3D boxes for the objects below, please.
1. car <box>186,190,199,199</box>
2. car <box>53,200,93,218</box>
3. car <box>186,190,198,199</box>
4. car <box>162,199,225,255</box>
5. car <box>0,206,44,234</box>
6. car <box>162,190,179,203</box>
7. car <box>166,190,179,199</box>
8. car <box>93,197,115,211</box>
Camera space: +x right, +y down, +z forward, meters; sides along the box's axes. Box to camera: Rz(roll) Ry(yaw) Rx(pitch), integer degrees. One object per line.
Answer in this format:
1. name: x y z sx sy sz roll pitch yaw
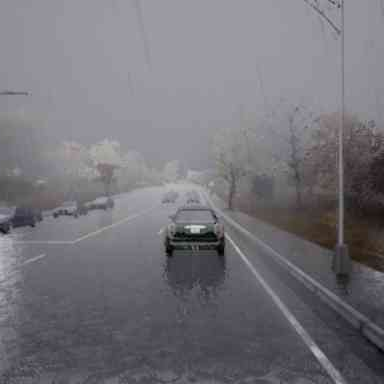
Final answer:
1. car: 0.128 0.951 50.653 2.033 1.411 5.357 0 3 0
2. car: -10.576 1.504 29.307 1.994 1.385 4.181 0 0 0
3. car: 0.037 0.401 60.909 2.033 1.411 5.357 0 3 0
4. car: 0.107 1.325 13.347 2.097 1.767 4.553 0 0 0
5. car: -10.599 1.507 19.350 2.033 1.411 5.357 0 0 1
6. car: -3.470 0.968 50.339 2.033 1.411 5.357 0 3 0
7. car: -3.463 0.409 60.760 2.033 1.411 5.357 0 3 0
8. car: -10.569 1.346 39.415 1.882 1.535 5.008 0 1 0
